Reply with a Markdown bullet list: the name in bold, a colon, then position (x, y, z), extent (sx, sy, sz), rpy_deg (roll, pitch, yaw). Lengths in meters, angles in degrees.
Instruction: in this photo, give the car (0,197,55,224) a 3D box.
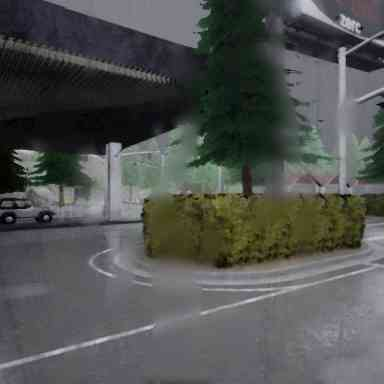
- **car**: position (-11.906, 1.313, 23.522), extent (3.866, 1.878, 1.905), rpy_deg (0, 0, -36)
